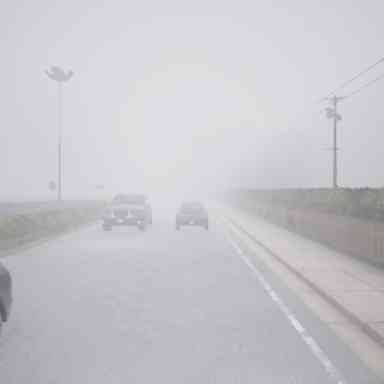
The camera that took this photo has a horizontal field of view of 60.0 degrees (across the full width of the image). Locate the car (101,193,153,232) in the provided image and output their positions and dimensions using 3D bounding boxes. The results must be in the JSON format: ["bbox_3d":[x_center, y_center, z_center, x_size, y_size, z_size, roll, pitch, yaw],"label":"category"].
[{"bbox_3d":[-3.592,1.081,19.428,2.150,2.045,5.566,0,0,0],"label":"car"}]

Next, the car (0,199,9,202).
[{"bbox_3d":[-20.329,1.362,33.994,1.895,1.301,4.718,0,0,20],"label":"car"}]

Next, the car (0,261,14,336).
[{"bbox_3d":[-3.604,1.469,3.040,2.128,1.511,4.902,0,0,0],"label":"car"}]

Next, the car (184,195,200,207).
[{"bbox_3d":[0.034,1.153,46.589,2.128,1.511,4.902,0,0,1],"label":"car"}]

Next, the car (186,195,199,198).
[{"bbox_3d":[-0.031,1.255,30.607,1.882,1.535,5.008,0,1,0],"label":"car"}]

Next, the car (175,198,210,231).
[{"bbox_3d":[0.019,1.350,19.478,2.128,1.511,4.902,0,0,0],"label":"car"}]
